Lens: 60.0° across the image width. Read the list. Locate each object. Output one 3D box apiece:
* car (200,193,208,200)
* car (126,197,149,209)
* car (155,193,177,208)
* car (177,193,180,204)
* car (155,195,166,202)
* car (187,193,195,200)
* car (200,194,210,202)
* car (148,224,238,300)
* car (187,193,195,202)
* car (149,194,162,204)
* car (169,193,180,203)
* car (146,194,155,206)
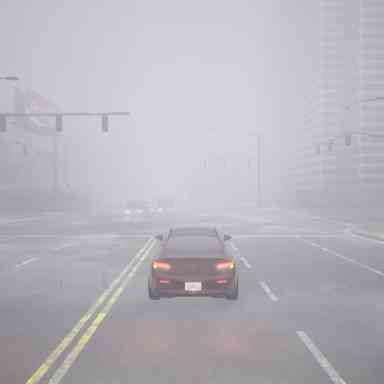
[{"bbox_3d":[3.152,1.184,88.360,2.097,1.767,4.553,0,0,0],"label":"car"},{"bbox_3d":[-7.448,1.601,44.666,1.895,1.301,4.718,0,0,4],"label":"car"},{"bbox_3d":[-3.777,1.223,48.517,2.150,2.045,5.566,0,0,-1],"label":"car"},{"bbox_3d":[-3.804,1.222,61.495,2.150,2.045,5.566,0,0,0],"label":"car"},{"bbox_3d":[-7.303,1.525,77.041,2.128,1.511,4.902,0,0,0],"label":"car"},{"bbox_3d":[-0.348,1.184,88.345,2.097,1.767,4.553,0,0,0],"label":"car"},{"bbox_3d":[3.193,1.515,78.072,2.128,1.511,4.902,0,0,0],"label":"car"},{"bbox_3d":[0.033,1.526,8.264,1.812,1.442,4.674,0,0,0],"label":"car"},{"bbox_3d":[-0.308,1.584,78.440,1.895,1.301,4.718,0,0,0],"label":"car"},{"bbox_3d":[-7.287,1.351,66.953,2.097,1.767,4.553,0,0,0],"label":"car"},{"bbox_3d":[-3.782,1.225,72.025,2.150,2.045,5.566,0,0,0],"label":"car"},{"bbox_3d":[-7.305,1.525,55.847,1.812,1.442,4.674,0,0,0],"label":"car"}]
